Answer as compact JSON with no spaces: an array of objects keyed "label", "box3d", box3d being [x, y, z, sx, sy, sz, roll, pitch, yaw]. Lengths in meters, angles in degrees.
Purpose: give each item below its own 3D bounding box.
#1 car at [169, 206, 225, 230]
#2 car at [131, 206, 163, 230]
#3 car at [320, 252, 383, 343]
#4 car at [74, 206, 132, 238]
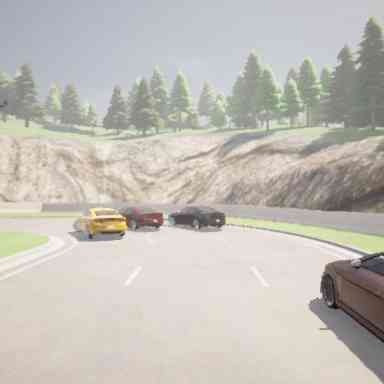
[{"label":"car","box3d":[0.220,1.698,23.128,1.882,1.535,5.008,1,-1,-34]},{"label":"car","box3d":[-4.024,1.693,22.820,1.882,1.535,5.008,2,-2,-43]},{"label":"car","box3d":[3.687,1.617,5.367,1.994,1.385,4.181,0,-1,1]},{"label":"car","box3d":[-5.324,1.657,18.985,1.882,1.535,5.008,2,-1,-30]}]
